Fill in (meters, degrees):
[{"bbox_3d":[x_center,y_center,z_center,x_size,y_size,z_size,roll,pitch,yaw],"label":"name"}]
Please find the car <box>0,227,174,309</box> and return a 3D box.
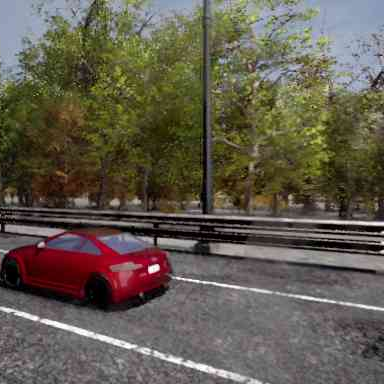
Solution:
[{"bbox_3d":[-2.513,1.533,7.777,4.181,1.385,1.994,0,0,30],"label":"car"}]
